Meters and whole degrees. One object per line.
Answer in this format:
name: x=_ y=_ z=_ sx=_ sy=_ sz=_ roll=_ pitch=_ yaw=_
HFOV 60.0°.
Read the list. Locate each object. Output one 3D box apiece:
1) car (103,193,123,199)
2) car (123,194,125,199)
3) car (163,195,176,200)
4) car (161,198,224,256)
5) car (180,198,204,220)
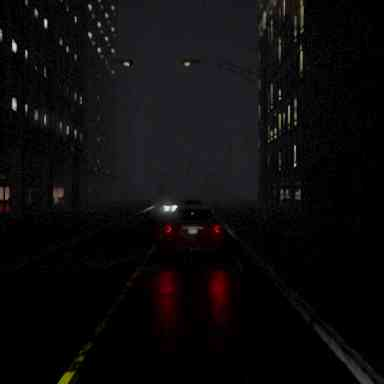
car: x=-18.908 y=1.017 z=76.214 sx=4.829 sy=1.417 sz=1.752 roll=0 pitch=0 yaw=-1
car: x=-19.220 y=0.916 z=84.850 sx=4.097 sy=1.590 sz=1.967 roll=0 pitch=0 yaw=-1
car: x=-3.100 y=1.236 z=49.220 sx=2.128 sy=1.511 sz=4.902 roll=0 pitch=0 yaw=0
car: x=0.044 y=1.285 z=12.894 sx=2.097 sy=1.767 sz=4.553 roll=0 pitch=0 yaw=0
car: x=0.042 y=1.362 z=27.987 sx=1.837 sy=1.490 sz=4.892 roll=0 pitch=1 yaw=0
